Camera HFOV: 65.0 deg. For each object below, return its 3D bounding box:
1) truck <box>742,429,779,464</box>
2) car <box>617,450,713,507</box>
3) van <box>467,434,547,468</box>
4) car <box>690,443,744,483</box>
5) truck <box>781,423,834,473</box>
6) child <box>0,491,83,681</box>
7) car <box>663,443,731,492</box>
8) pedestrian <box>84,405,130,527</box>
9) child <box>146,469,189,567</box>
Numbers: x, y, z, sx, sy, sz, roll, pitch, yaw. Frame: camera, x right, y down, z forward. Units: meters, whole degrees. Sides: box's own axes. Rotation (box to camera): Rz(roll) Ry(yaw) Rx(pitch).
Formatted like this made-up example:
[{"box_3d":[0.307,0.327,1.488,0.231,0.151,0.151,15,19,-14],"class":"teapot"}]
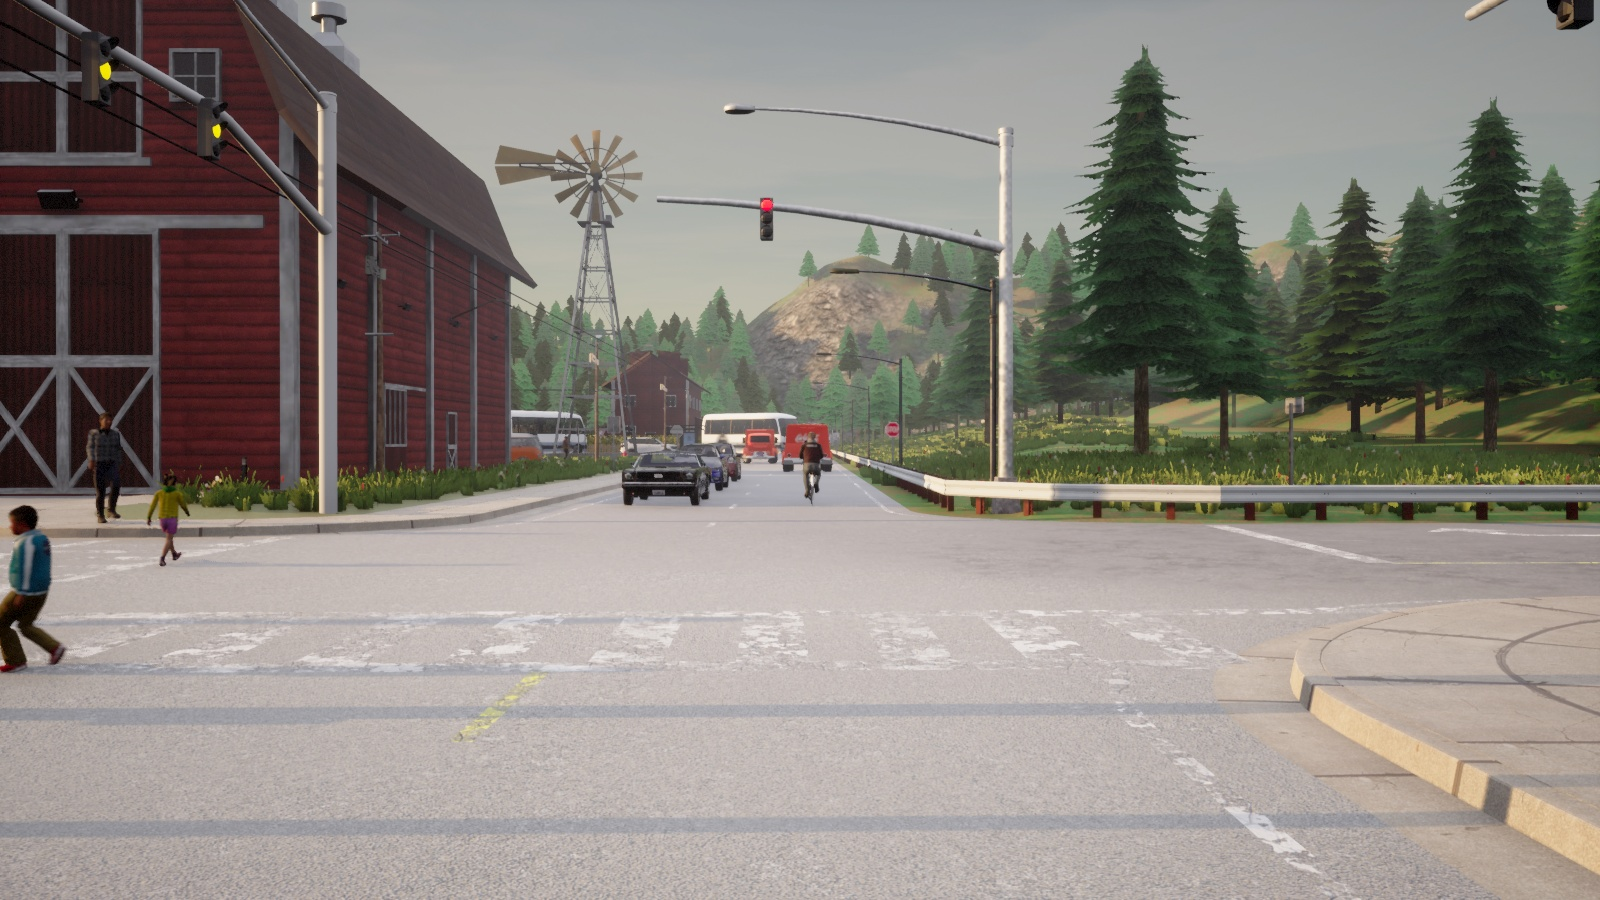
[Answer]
[{"box_3d":[-2.897,-0.247,91.195,2.627,2.467,5.204,0,0,-2],"class":"truck"},{"box_3d":[-3.310,0.665,31.709,1.895,1.301,4.718,0,0,0],"class":"car"},{"box_3d":[-17.731,0.055,76.073,4.442,1.987,1.775,0,0,-1],"class":"van"},{"box_3d":[-3.213,0.479,49.318,1.845,1.501,3.633,0,0,0],"class":"car"},{"box_3d":[0.379,-0.109,65.419,2.627,2.467,5.204,0,0,0],"class":"truck"},{"box_3d":[-4.978,0.869,8.166,0.448,1.192,0.343,0,0,-7],"class":"child"},{"box_3d":[-3.261,0.529,40.469,1.816,1.474,4.193,0,0,0],"class":"car"},{"box_3d":[-11.247,0.254,20.385,0.788,1.949,0.423,0,0,43],"class":"pedestrian"},{"box_3d":[-7.629,0.810,15.157,0.299,1.160,0.473,0,0,-3],"class":"child"}]
